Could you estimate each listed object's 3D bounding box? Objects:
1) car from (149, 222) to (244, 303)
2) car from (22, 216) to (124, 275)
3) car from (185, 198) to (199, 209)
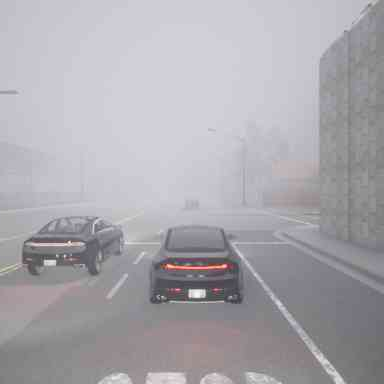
[{"bbox_3d":[0.082,1.505,8.161,1.837,1.490,4.892,0,0,0],"label":"car"},{"bbox_3d":[-3.424,1.492,10.431,2.128,1.511,4.902,0,0,0],"label":"car"},{"bbox_3d":[-0.004,1.492,44.158,2.128,1.511,4.902,0,0,0],"label":"car"}]
